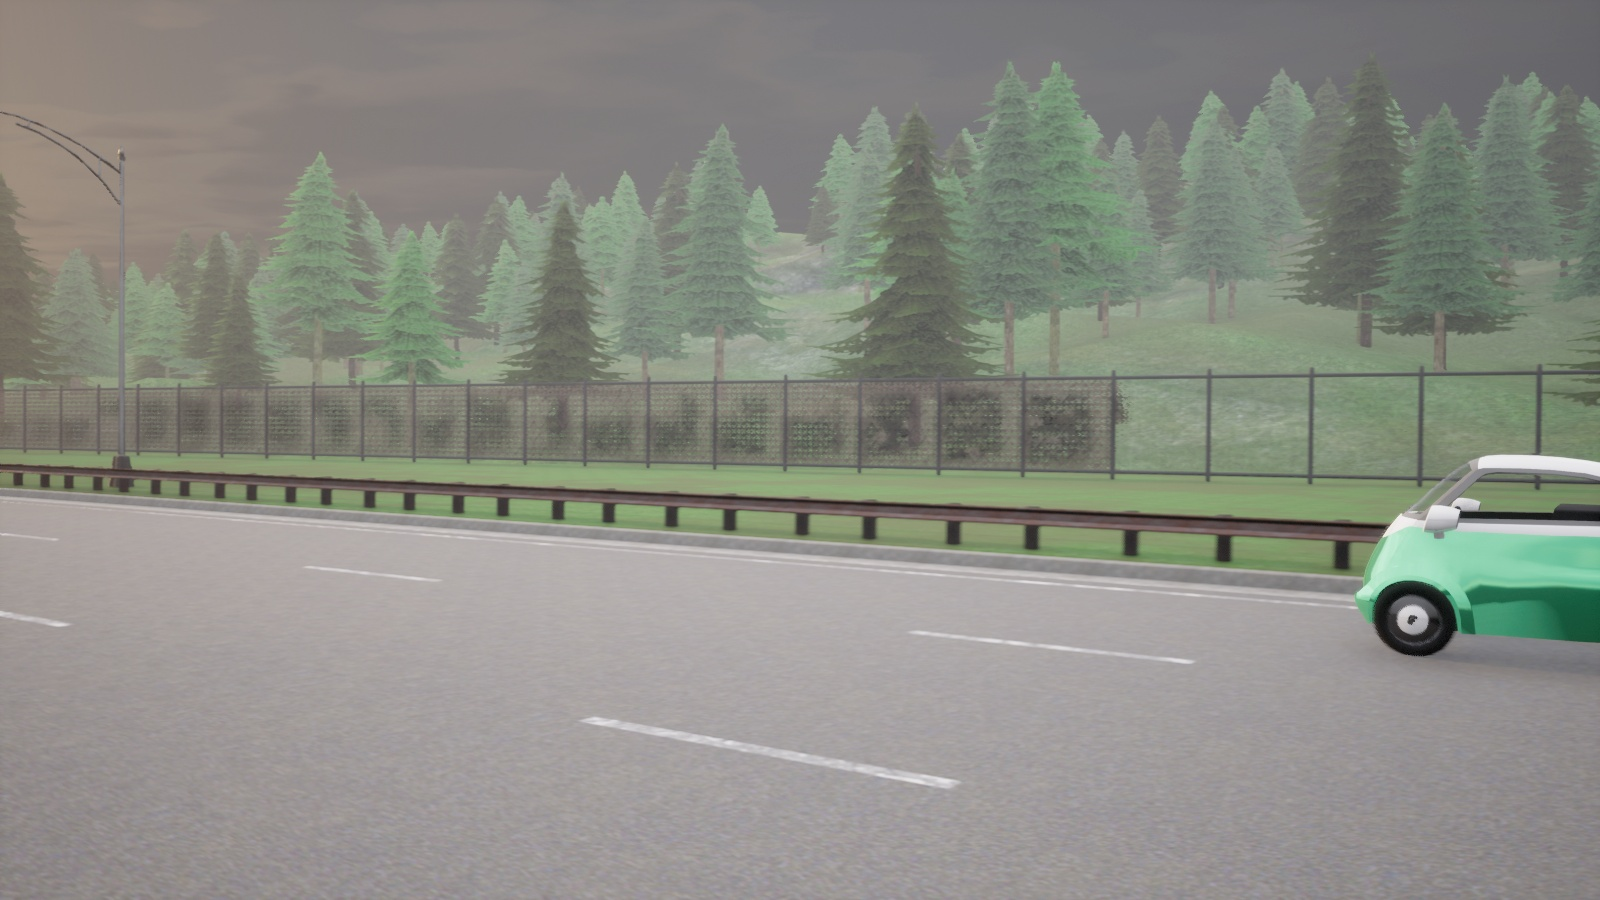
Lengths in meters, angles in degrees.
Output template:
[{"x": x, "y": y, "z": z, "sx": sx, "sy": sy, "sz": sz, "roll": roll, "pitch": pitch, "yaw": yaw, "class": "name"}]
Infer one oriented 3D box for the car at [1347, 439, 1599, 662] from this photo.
[{"x": 5.090, "y": 0.622, "z": 8.642, "sx": 2.207, "sy": 1.376, "sz": 1.481, "roll": 0, "pitch": 1, "yaw": 34, "class": "car"}]
